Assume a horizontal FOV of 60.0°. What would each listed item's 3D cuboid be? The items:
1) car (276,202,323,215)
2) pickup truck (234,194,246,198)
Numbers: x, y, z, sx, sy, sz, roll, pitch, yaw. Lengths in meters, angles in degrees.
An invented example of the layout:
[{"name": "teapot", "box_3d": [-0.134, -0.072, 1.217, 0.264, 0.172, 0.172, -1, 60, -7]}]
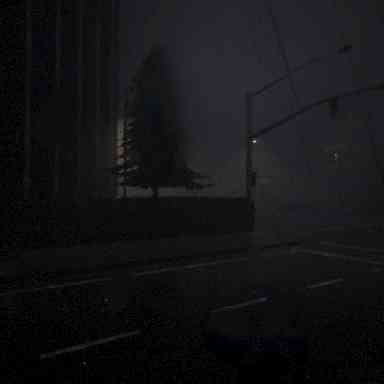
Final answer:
[{"name": "car", "box_3d": [12.348, 1.816, 38.541, 2.033, 1.411, 5.357, 1, 0, -36]}, {"name": "pickup truck", "box_3d": [9.802, 1.475, 64.313, 2.390, 2.098, 6.274, 0, 0, -6]}]
